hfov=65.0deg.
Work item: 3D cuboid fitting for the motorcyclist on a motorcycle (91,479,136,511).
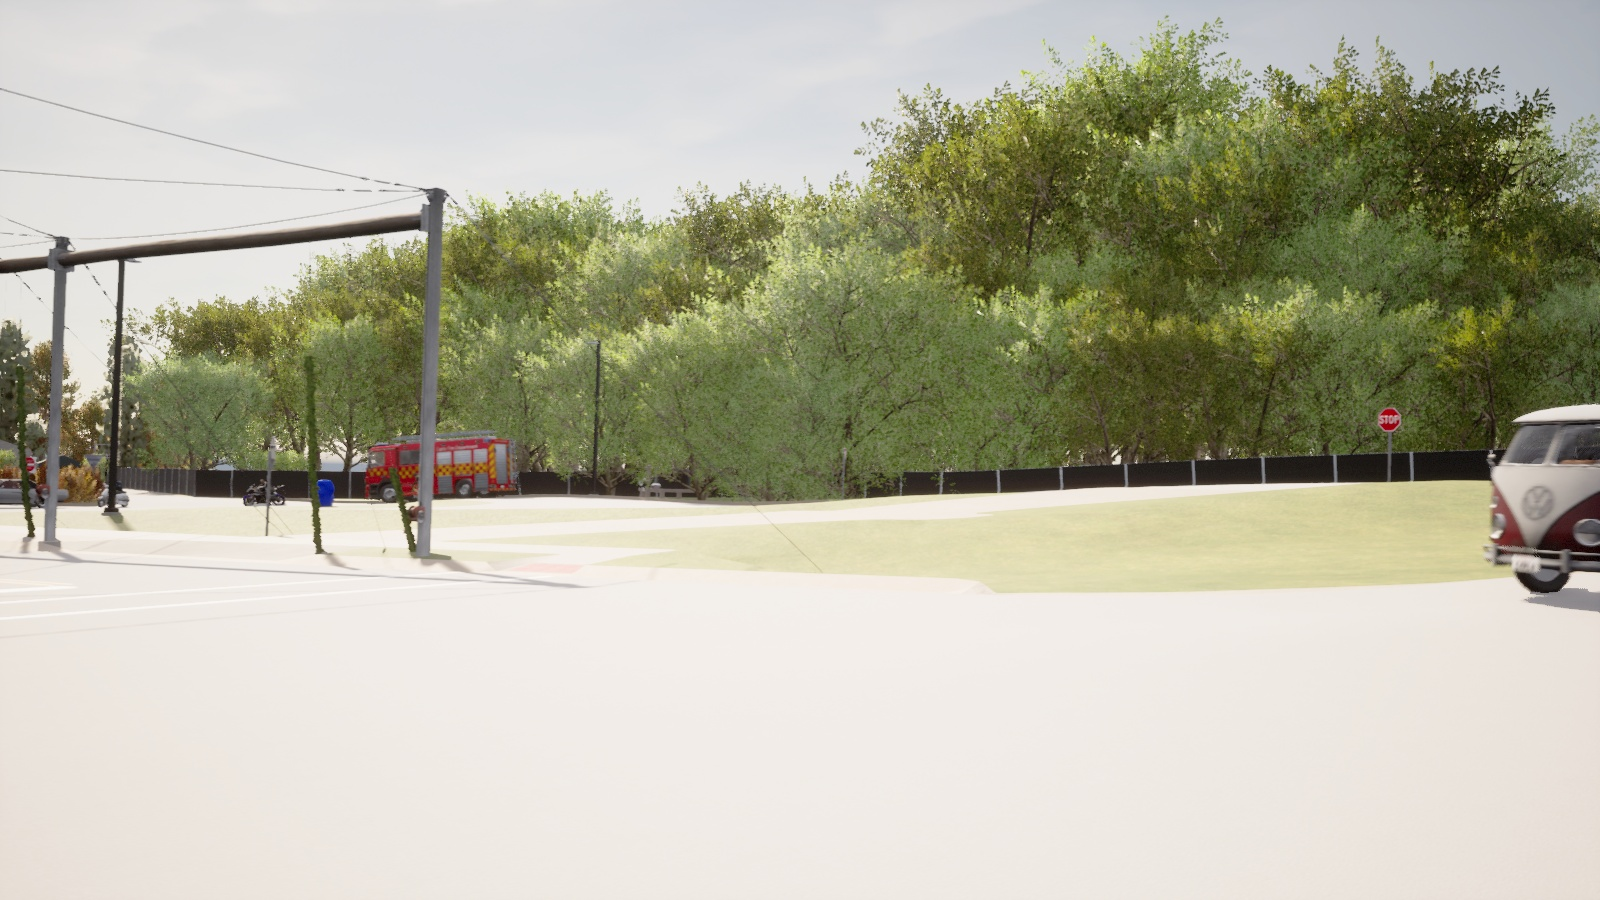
[{"bbox_3d":[-34.940,2.281,63.968,0.866,1.590,1.817,0,-2,24],"label":"motorcyclist on a motorcycle"}]

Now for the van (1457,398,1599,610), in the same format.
[{"bbox_3d":[9.345,0.477,13.152,4.442,1.987,1.775,-1,0,-19],"label":"van"}]

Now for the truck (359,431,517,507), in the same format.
[{"bbox_3d":[-20.948,1.147,72.648,8.468,3.827,2.891,-4,-2,17],"label":"truck"}]

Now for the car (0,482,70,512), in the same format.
[{"bbox_3d":[-35.487,2.093,56.029,1.895,1.301,4.718,0,-2,45],"label":"car"}]

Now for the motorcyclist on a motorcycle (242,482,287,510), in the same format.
[{"bbox_3d":[-30.037,2.543,70.433,2.191,1.530,0.866,0,-1,-31],"label":"motorcyclist on a motorcycle"}]
